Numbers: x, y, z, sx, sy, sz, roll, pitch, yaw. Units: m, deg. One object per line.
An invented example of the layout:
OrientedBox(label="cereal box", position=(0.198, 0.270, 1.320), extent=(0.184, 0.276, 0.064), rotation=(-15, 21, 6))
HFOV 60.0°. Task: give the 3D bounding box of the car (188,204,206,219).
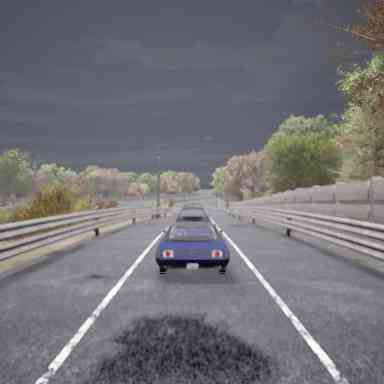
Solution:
OrientedBox(label="car", position=(0.745, 2.391, 41.906), extent=(2.097, 1.767, 4.553), rotation=(0, -3, 3))

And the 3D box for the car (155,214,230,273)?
OrientedBox(label="car", position=(0.025, 1.574, 10.460), extent=(1.895, 1.301, 4.718), rotation=(0, 0, 0))

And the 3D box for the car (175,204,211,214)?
OrientedBox(label="car", position=(0.051, 1.599, 18.660), extent=(1.837, 1.490, 4.892), rotation=(0, -1, 0))
